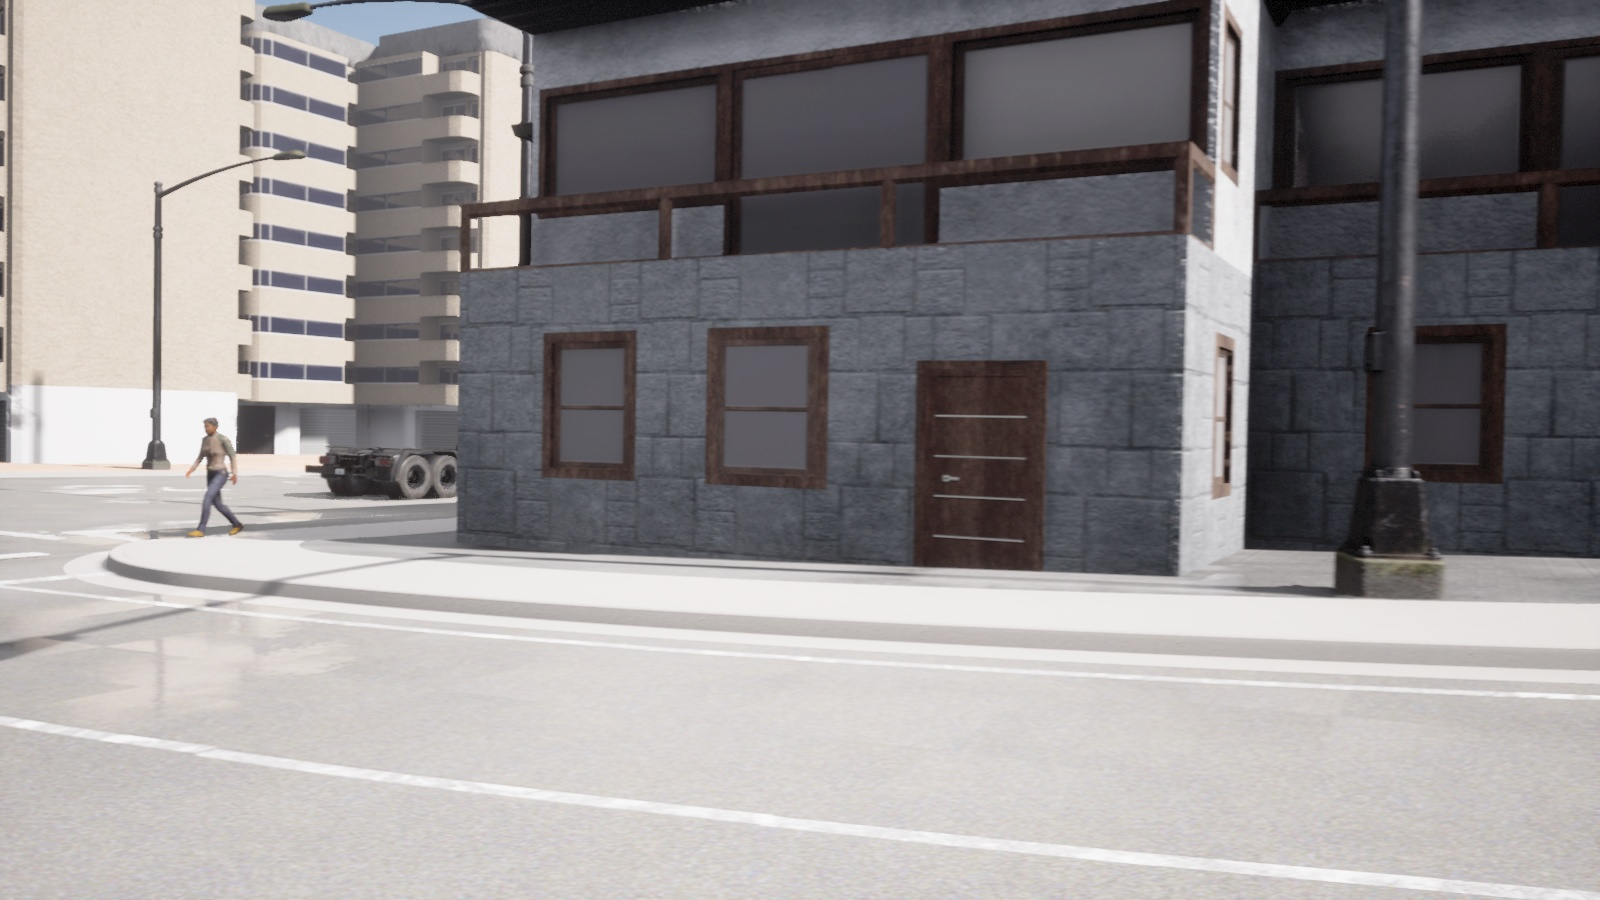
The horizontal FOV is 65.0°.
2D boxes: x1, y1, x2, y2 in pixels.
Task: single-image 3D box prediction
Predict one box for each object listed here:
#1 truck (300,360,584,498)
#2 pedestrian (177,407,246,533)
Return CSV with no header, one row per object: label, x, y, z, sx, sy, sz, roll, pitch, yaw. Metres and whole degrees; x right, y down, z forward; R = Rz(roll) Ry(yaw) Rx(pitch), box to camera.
truck,-9.814,-0.518,35.539,2.891,3.462,7.936,2,0,28
pedestrian,-8.634,0.278,18.438,0.328,1.805,0.869,2,1,29
